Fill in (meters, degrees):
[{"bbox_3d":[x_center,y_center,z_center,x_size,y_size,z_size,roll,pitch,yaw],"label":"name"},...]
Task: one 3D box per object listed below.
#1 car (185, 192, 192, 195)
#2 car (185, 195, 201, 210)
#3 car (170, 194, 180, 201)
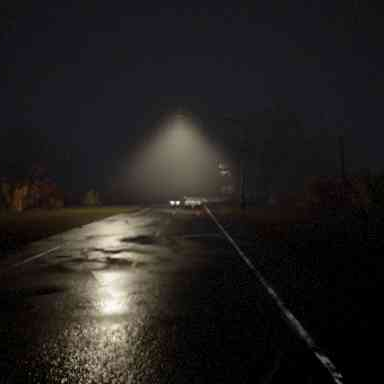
[{"bbox_3d":[0.007,1.202,50.977,2.128,1.511,4.902,0,0,0],"label":"car"},{"bbox_3d":[0.102,1.374,39.707,1.895,1.301,4.718,0,0,0],"label":"car"},{"bbox_3d":[-3.449,1.130,68.862,2.128,1.511,4.902,0,0,0],"label":"car"}]
